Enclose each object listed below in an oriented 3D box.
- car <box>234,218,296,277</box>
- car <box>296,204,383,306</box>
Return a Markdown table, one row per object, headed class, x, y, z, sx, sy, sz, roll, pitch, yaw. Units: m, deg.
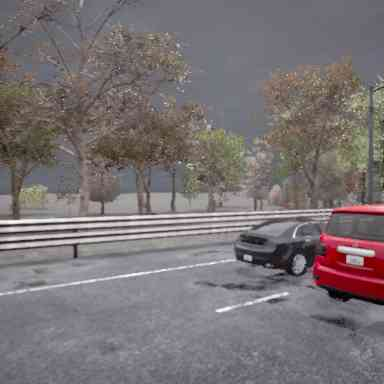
| class | x | y | z | sx | sy | sz | roll | pitch | yaw |
| --- | --- | --- | --- | --- | --- | --- | --- | --- | --- |
| car | 3.508 | 1.585 | 10.541 | 4.892 | 1.490 | 1.837 | 1 | 0 | -35 |
| car | 5.000 | 1.296 | 7.306 | 5.566 | 2.045 | 2.150 | 1 | 0 | -35 |
